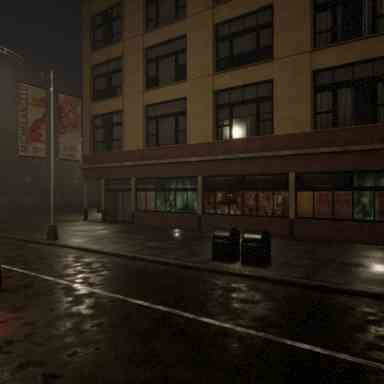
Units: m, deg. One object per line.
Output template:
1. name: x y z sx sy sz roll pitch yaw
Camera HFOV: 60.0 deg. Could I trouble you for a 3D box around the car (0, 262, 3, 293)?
1. car: -5.825 1.564 7.717 1.994 1.385 4.181 0 0 -40
